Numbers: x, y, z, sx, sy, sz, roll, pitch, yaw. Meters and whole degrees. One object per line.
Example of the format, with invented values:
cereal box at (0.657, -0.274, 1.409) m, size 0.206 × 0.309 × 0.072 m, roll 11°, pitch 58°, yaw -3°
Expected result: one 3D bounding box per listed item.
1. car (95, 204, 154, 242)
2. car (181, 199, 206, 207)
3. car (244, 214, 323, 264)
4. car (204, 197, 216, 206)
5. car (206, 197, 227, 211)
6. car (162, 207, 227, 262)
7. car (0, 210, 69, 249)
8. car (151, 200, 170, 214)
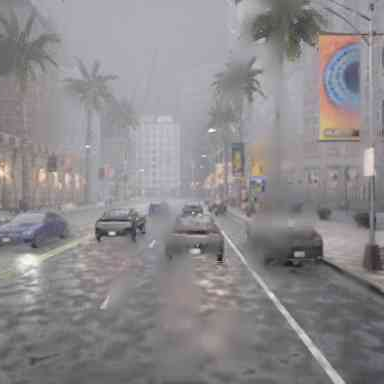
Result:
car at (-3.407, 1.555, 16.604) m, size 2.128 × 1.511 × 4.902 m, roll 0°, pitch 0°, yaw 0°
car at (0.088, 1.623, 30.903) m, size 1.837 × 1.490 × 4.892 m, roll 0°, pitch 0°, yaw 0°
car at (3.082, 1.527, 11.946) m, size 2.231 × 1.521 × 4.892 m, roll 0°, pitch 0°, yaw 0°
car at (3.381, 1.754, 63.250) m, size 2.161 × 1.482 × 4.786 m, roll 0°, pitch 0°, yaw 0°
car at (3.081, 1.512, 41.321) m, size 2.185 × 1.767 × 4.553 m, roll 0°, pitch 0°, yaw 0°
car at (0.093, 1.538, 12.227) m, size 2.128 × 1.511 × 4.902 m, roll 0°, pitch 0°, yaw 0°
car at (-7.077, 1.584, 15.032) m, size 1.812 × 1.442 × 4.674 m, roll 0°, pitch 0°, yaw 0°
car at (-3.415, 1.612, 35.321) m, size 1.882 × 1.535 × 5.008 m, roll 0°, pitch 0°, yaw 0°
